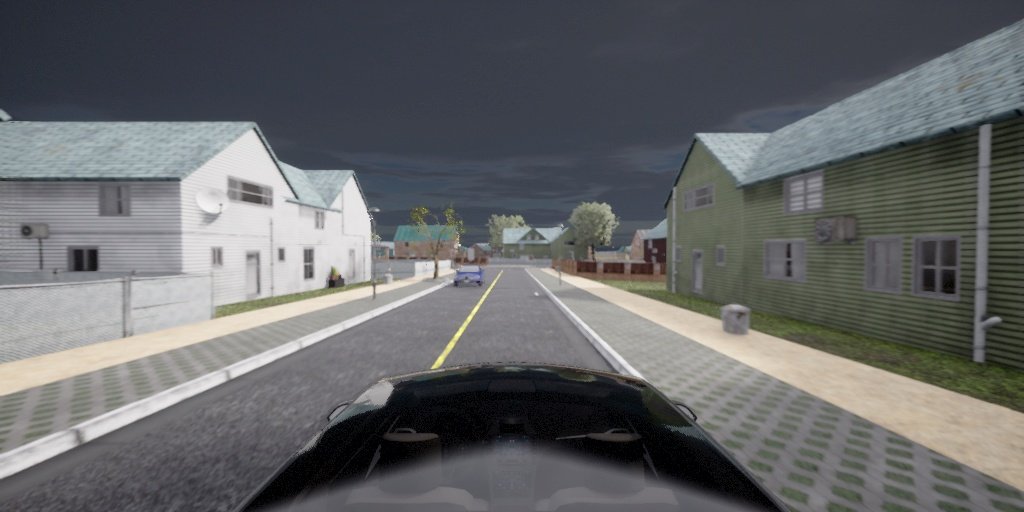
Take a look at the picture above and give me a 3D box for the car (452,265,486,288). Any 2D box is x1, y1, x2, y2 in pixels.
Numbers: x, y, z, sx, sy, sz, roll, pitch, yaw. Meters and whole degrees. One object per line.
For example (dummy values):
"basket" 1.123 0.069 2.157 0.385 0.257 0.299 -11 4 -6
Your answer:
"car" -2.825 1.320 24.587 1.812 1.442 4.674 0 0 0
